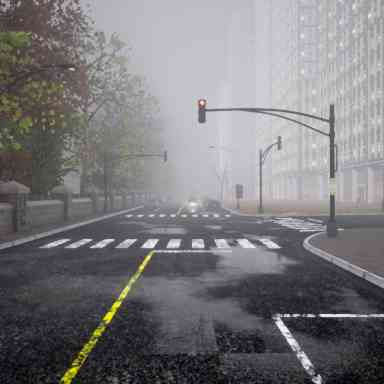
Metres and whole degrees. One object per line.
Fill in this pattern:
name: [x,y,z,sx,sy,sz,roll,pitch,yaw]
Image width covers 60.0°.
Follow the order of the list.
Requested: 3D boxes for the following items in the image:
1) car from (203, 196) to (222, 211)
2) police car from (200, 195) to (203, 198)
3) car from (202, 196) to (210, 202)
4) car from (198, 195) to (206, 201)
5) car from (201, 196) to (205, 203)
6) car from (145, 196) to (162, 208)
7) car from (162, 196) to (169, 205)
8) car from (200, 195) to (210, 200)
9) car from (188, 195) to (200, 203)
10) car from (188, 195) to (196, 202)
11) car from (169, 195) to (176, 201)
car: [2.713,1.586,41.541,1.947,1.339,4.313,0,0,0]
police car: [3.173,1.477,69.963,1.930,1.638,5.238,0,0,0]
car: [3.191,1.589,76.853,1.812,1.442,4.674,0,0,0]
car: [2.742,1.641,92.232,2.008,1.369,4.403,0,0,0]
car: [2.717,1.591,47.174,1.947,1.339,4.313,0,0,0]
car: [-5.664,1.607,47.179,1.802,1.307,4.206,0,0,0]
car: [-5.657,1.477,58.444,1.967,1.590,4.097,0,0,0]
car: [2.720,1.597,52.807,1.947,1.339,4.313,0,0,0]
car: [0.084,1.565,71.064,2.128,1.511,4.902,0,0,0]
car: [0.043,1.569,80.081,1.837,1.490,4.892,0,0,0]
car: [-5.642,1.625,86.605,1.887,1.381,4.507,0,0,0]
